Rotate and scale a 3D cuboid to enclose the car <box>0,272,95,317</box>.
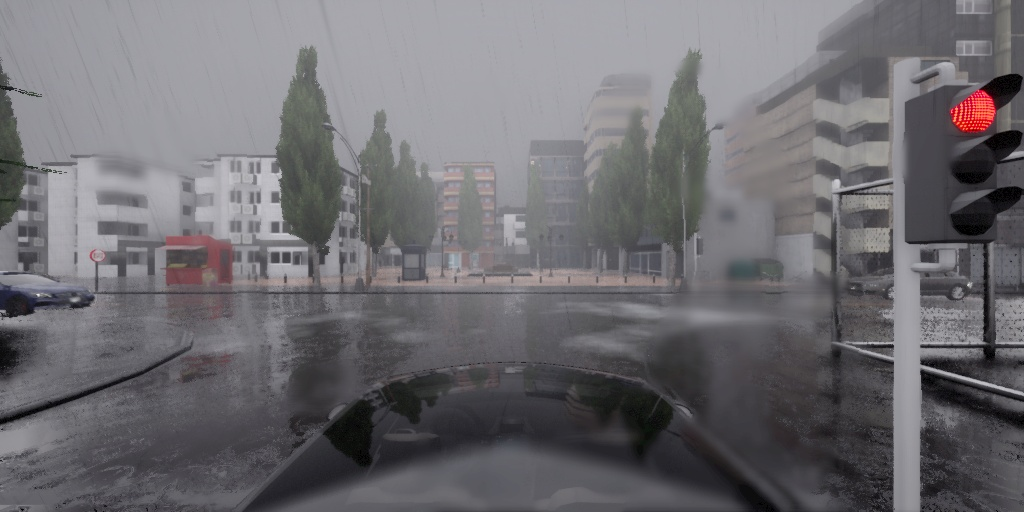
[{"bbox_3d":[-17.748,1.275,12.634,4.674,1.442,1.812,0,0,0],"label":"car"}]

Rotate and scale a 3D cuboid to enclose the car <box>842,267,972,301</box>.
[{"bbox_3d":[18.435,1.254,16.850,4.892,1.490,1.837,0,0,0],"label":"car"}]
